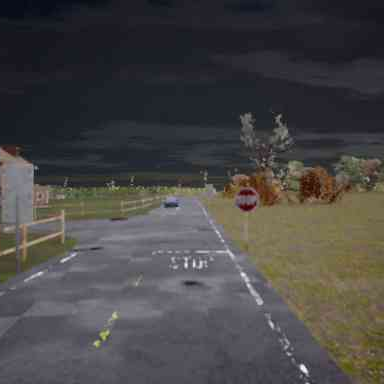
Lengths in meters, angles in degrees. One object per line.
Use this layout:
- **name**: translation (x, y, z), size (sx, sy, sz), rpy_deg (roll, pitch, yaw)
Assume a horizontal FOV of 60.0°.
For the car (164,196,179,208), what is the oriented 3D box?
- **car**: translation (-2.758, 1.318, 45.354), size (1.882, 1.535, 5.008), rpy_deg (0, 0, 0)
